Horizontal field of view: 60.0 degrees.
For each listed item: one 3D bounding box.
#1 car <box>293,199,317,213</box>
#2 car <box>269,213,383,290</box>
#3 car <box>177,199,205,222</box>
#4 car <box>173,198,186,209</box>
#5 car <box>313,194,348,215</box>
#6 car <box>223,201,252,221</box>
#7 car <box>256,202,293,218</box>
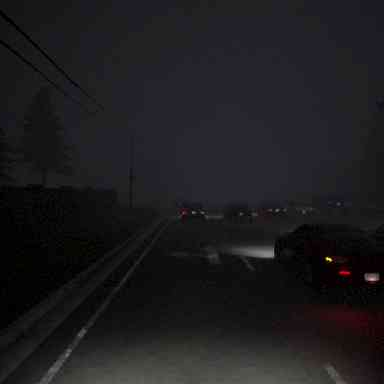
[{"bbox_3d":[10.610,1.626,33.716,1.895,1.301,4.718,0,0,0],"label":"car"},{"bbox_3d":[3.603,1.533,8.955,1.812,1.442,4.674,0,0,0],"label":"car"},{"bbox_3d":[0.107,1.568,26.807,2.033,1.411,5.357,0,0,0],"label":"car"},{"bbox_3d":[-1.351,1.556,44.772,1.812,1.442,4.674,0,0,-13],"label":"car"},{"bbox_3d":[14.109,1.248,34.673,2.150,2.045,5.566,0,0,0],"label":"car"},{"bbox_3d":[3.607,1.498,27.040,1.882,1.535,5.008,0,0,0],"label":"car"},{"bbox_3d":[7.108,1.570,30.127,2.033,1.411,5.357,0,0,0],"label":"car"}]
